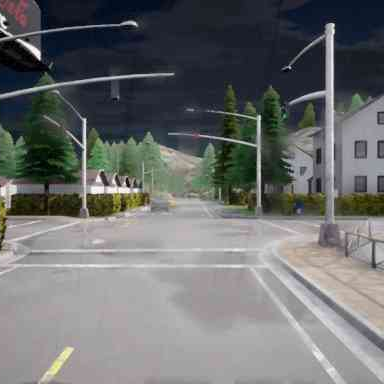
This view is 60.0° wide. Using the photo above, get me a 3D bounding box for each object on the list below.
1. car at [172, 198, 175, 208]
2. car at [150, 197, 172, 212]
[{"bbox_3d":[-3.585,1.478,48.600,1.882,1.535,5.008,0,0,0],"label":"car"},{"bbox_3d":[-3.583,1.526,38.128,1.812,1.442,4.674,0,0,0],"label":"car"}]
